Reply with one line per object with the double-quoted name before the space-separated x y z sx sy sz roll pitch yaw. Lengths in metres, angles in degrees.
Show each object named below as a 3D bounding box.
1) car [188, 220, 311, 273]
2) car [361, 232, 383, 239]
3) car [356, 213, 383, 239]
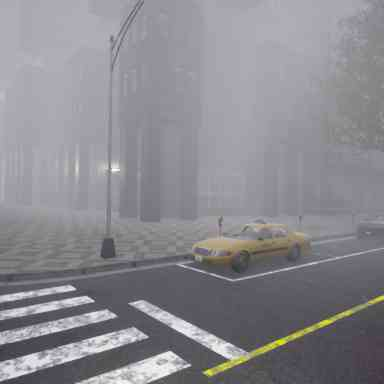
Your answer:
"car" 2.076 1.632 11.121 4.829 1.417 1.752 1 0 -39
"car" 5.595 1.603 6.552 4.902 1.511 2.128 1 -1 -39
"car" 10.473 1.808 17.832 4.507 1.381 1.887 1 0 -39
